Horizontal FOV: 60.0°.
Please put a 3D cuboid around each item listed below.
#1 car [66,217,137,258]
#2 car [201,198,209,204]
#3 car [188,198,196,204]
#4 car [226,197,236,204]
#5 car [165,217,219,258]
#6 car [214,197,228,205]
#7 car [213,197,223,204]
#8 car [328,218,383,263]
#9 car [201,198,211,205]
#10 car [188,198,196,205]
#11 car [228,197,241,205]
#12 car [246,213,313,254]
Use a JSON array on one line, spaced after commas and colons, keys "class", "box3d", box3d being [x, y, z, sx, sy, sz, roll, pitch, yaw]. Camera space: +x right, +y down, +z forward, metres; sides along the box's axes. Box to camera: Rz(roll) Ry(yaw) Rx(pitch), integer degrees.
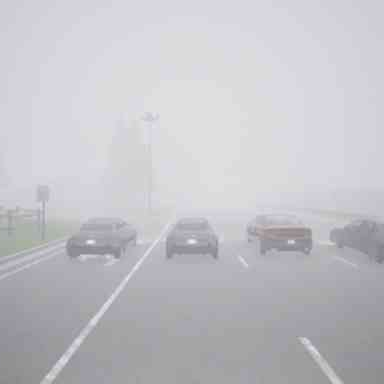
[{"class": "car", "box3d": [-3.474, 1.712, 13.489, 1.994, 1.385, 4.181, 0, -1, 1]}, {"class": "car", "box3d": [3.484, 2.404, 89.570, 1.812, 1.442, 4.674, 0, -1, 0]}, {"class": "car", "box3d": [-0.016, 2.399, 88.737, 1.994, 1.385, 4.181, 0, -1, 0]}, {"class": "car", "box3d": [10.484, 2.235, 89.543, 2.097, 1.767, 4.553, 0, -1, 0]}, {"class": "car", "box3d": [0.029, 1.712, 13.543, 1.994, 1.385, 4.181, 0, -1, 1]}, {"class": "car", "box3d": [6.986, 2.371, 80.396, 1.812, 1.442, 4.674, 0, -1, 0]}, {"class": "car", "box3d": [6.984, 2.235, 89.543, 2.097, 1.767, 4.553, 0, -1, 0]}, {"class": "car", "box3d": [7.014, 1.684, 12.527, 2.033, 1.411, 5.357, 0, -1, 1]}, {"class": "car", "box3d": [3.486, 2.325, 79.146, 1.837, 1.490, 4.892, 0, -1, 0]}, {"class": "car", "box3d": [-0.014, 2.434, 78.757, 1.895, 1.301, 4.718, 0, -1, 0]}, {"class": "car", "box3d": [10.486, 2.383, 79.147, 2.033, 1.411, 5.357, 0, -1, 0]}, {"class": "car", "box3d": [3.536, 1.632, 14.245, 1.882, 1.535, 5.008, 0, 0, 1]}]
